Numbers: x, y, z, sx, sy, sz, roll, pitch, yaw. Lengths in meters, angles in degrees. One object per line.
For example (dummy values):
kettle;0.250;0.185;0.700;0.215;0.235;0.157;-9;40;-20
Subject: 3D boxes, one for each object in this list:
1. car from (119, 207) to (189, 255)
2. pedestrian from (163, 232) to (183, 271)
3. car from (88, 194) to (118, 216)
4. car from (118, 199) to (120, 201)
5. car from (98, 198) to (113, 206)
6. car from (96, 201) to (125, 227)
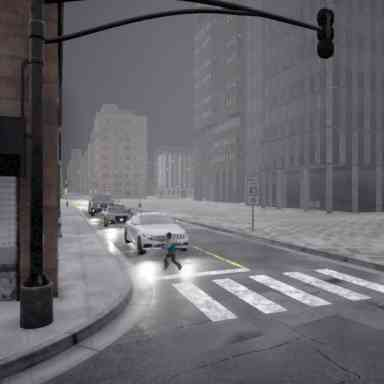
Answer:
car;-1.628;1.542;13.761;1.812;1.442;4.674;0;0;-21
pedestrian;-0.577;1.684;9.371;0.500;1.100;0.500;0;0;-21
car;-9.056;1.261;33.042;2.150;2.045;5.566;0;0;-21
car;-11.218;1.659;47.548;1.895;1.301;4.718;0;0;-21
car;-14.894;1.671;57.096;1.895;1.301;4.718;0;0;-21
car;-5.226;1.592;23.055;1.994;1.385;4.181;0;0;-21
